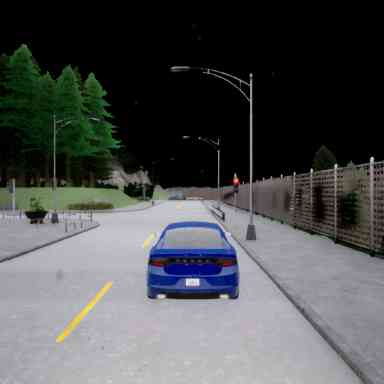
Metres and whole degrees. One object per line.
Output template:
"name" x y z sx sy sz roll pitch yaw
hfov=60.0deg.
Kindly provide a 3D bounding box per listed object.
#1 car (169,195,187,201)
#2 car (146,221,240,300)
"car" -3.849 1.540 87.969 5.357 1.411 2.033 0 0 40
"car" 0.033 1.478 8.478 1.882 1.535 5.008 0 0 0
